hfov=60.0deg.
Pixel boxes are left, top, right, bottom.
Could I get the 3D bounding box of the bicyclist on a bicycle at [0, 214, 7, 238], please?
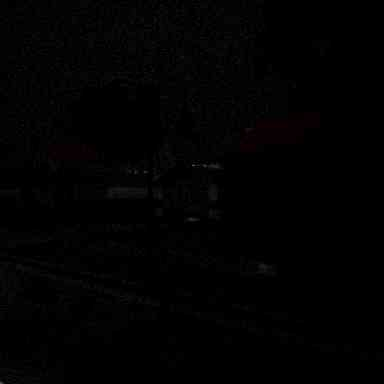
[{"bbox_3d":[-8.844,1.252,14.411,0.582,1.620,1.656,0,0,36],"label":"bicyclist on a bicycle"}]
